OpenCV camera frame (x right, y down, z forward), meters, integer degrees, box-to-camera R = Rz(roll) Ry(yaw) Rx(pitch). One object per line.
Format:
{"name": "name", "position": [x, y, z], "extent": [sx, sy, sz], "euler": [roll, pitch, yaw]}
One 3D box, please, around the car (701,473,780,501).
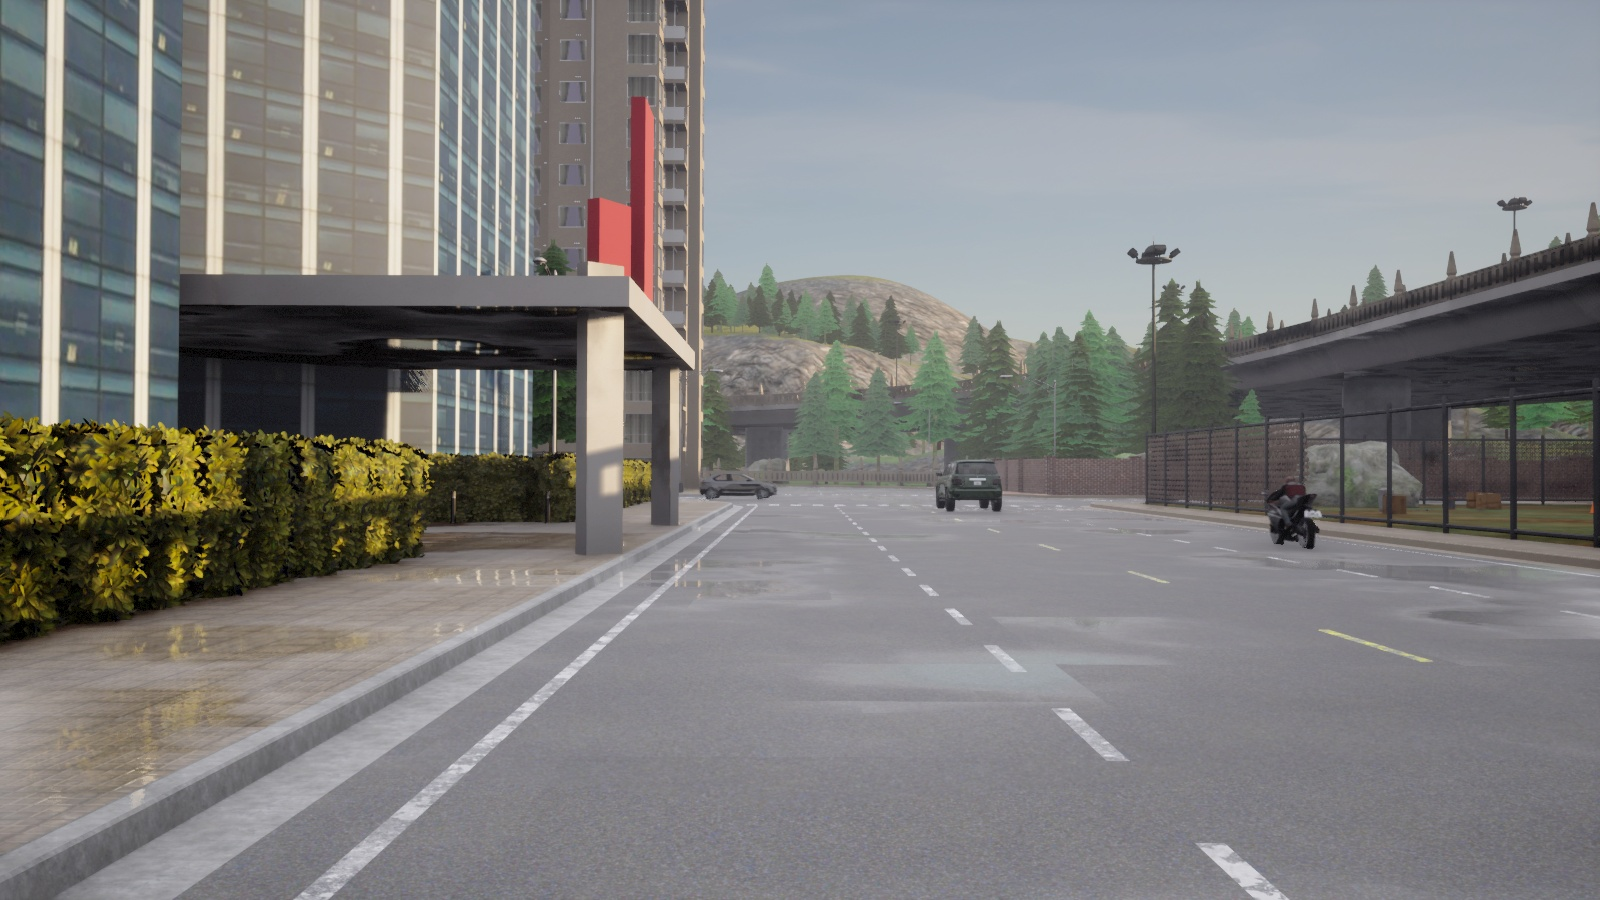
{"name": "car", "position": [-3.208, 1.988, 68.041], "extent": [4.193, 1.474, 1.816], "euler": [0, -1, 0]}

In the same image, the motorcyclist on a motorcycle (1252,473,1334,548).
{"name": "motorcyclist on a motorcycle", "position": [10.429, 1.255, 26.672], "extent": [0.866, 1.530, 2.191], "euler": [0, -1, 0]}

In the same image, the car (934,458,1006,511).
{"name": "car", "position": [6.863, 1.363, 51.158], "extent": [2.150, 2.045, 5.566], "euler": [0, -1, 0]}
